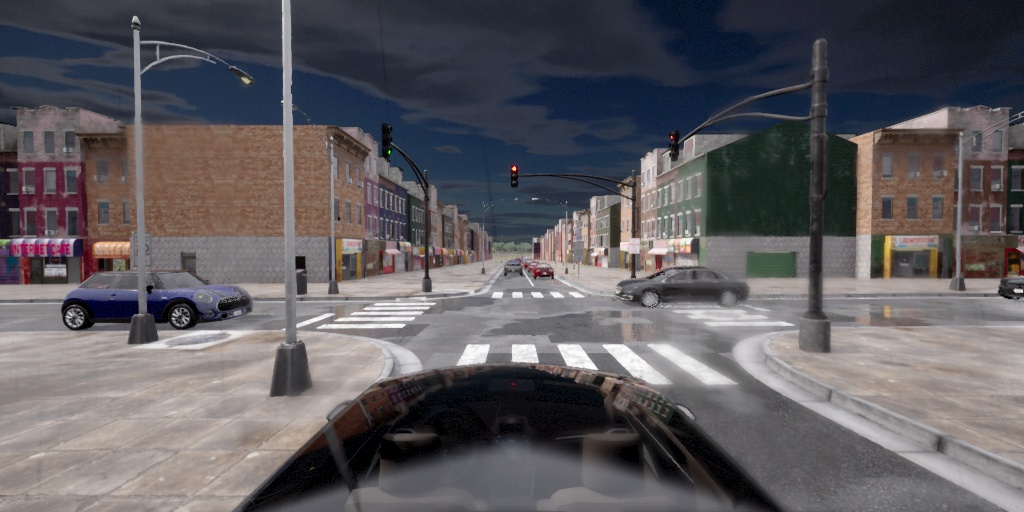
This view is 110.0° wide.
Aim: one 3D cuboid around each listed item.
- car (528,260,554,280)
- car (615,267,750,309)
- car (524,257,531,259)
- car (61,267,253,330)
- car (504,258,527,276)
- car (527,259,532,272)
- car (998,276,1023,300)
[{"bbox_3d":[2.700,1.291,31.640,1.888,1.381,4.507,0,0,0],"label":"car"},{"bbox_3d":[6.583,1.184,14.083,4.892,1.490,1.837,0,1,0],"label":"car"},{"bbox_3d":[2.746,1.291,53.770,1.888,1.381,4.507,0,0,0],"label":"car"},{"bbox_3d":[-10.791,1.202,11.170,4.553,1.767,2.097,0,1,0],"label":"car"},{"bbox_3d":[0.158,1.237,38.014,2.128,1.511,4.902,0,0,0],"label":"car"},{"bbox_3d":[2.723,1.328,42.705,1.802,1.307,4.207,0,0,0],"label":"car"},{"bbox_3d":[22.356,1.074,14.041,5.008,1.535,1.882,-1,1,0],"label":"car"}]
